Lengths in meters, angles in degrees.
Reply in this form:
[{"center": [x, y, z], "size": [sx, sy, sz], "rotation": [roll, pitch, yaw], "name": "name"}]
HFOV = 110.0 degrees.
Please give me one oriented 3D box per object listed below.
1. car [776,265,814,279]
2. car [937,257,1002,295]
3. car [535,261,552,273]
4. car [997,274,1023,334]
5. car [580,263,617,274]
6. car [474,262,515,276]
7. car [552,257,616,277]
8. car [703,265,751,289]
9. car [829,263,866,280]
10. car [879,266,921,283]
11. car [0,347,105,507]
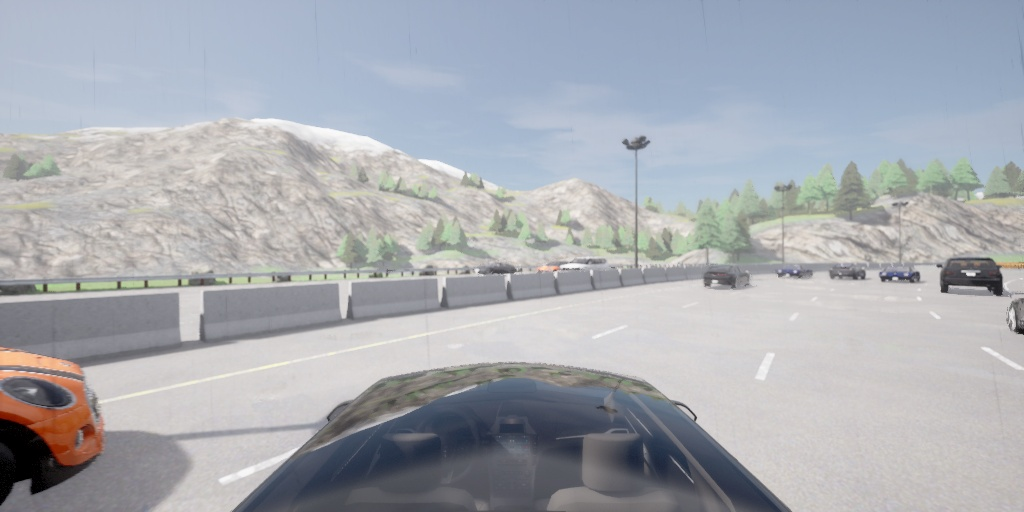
[{"center": [27.829, 1.518, 35.166], "size": [4.718, 1.301, 1.895], "rotation": [0, 0, -36], "name": "car"}, {"center": [26.846, 1.086, 21.076], "size": [5.566, 2.045, 2.150], "rotation": [0, 0, -40], "name": "car"}, {"center": [4.253, 1.230, 34.024], "size": [4.553, 1.767, 2.097], "rotation": [0, 0, -42], "name": "car"}, {"center": [12.968, 1.296, 7.830], "size": [1.837, 1.490, 4.892], "rotation": [0, -1, 42], "name": "car"}, {"center": [10.693, 1.527, 44.268], "size": [4.718, 1.301, 1.895], "rotation": [0, 0, -39], "name": "car"}, {"center": [-1.800, 1.375, 37.939], "size": [4.902, 1.511, 2.128], "rotation": [0, 0, -43], "name": "car"}, {"center": [6.377, 1.092, 31.261], "size": [5.566, 2.045, 2.150], "rotation": [0, 0, -43], "name": "car"}, {"center": [14.615, 1.363, 24.300], "size": [4.892, 1.490, 1.837], "rotation": [0, 0, -43], "name": "car"}, {"center": [31.066, 1.407, 33.178], "size": [4.902, 1.511, 2.128], "rotation": [0, 0, -36], "name": "car"}, {"center": [32.069, 1.504, 29.603], "size": [4.718, 1.301, 1.895], "rotation": [0, 0, -36], "name": "car"}, {"center": [-5.512, 1.095, 1.811], "size": [2.097, 1.767, 4.553], "rotation": [0, 0, 36], "name": "car"}]
